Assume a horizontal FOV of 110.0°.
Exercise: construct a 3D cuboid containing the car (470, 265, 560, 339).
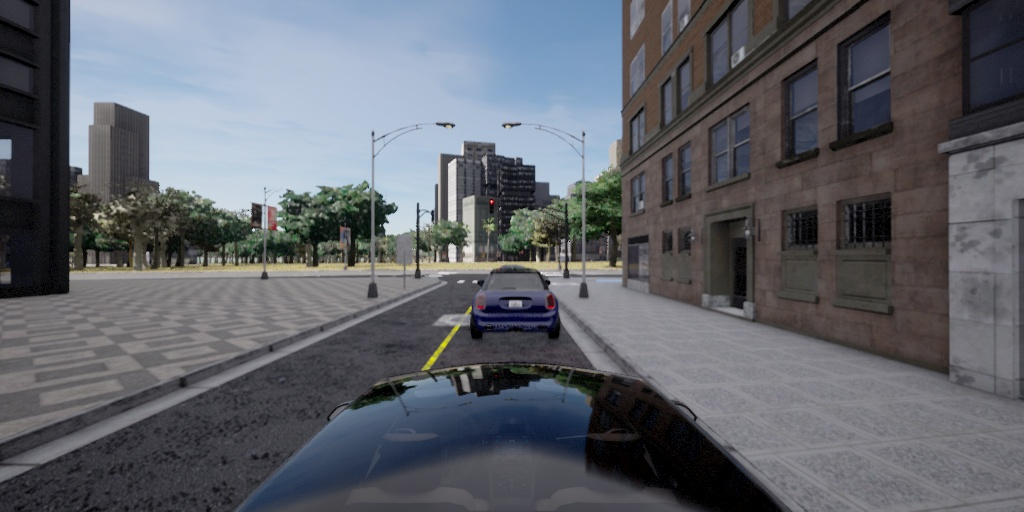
[{"bbox_3d":[0.062,1.094,10.172,2.097,1.767,4.553,0,0,0],"label":"car"}]
